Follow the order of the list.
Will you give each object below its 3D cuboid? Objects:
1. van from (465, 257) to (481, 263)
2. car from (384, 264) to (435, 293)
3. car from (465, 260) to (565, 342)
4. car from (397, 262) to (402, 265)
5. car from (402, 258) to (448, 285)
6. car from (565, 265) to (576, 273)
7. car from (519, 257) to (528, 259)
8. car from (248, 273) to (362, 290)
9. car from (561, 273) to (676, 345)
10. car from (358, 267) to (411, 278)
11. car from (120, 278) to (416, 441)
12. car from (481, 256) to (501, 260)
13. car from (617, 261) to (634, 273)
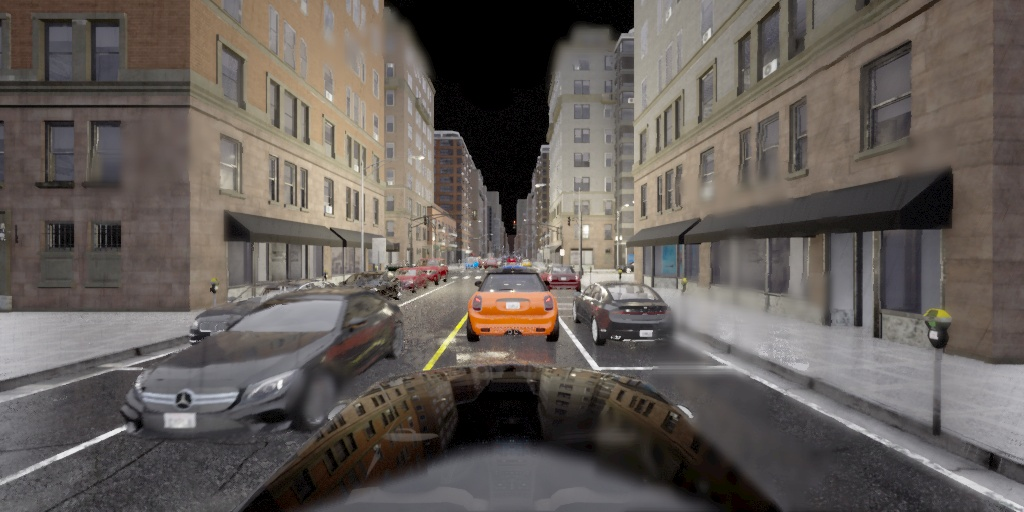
[{"bbox_3d":[-5.895,1.080,52.779,1.690,1.789,3.998,0,0,0],"label":"van"},{"bbox_3d":[-5.870,1.330,20.308,1.802,1.307,4.207,0,0,0],"label":"car"},{"bbox_3d":[0.014,1.102,9.948,2.097,1.767,4.553,0,0,0],"label":"car"},{"bbox_3d":[-12.563,1.349,40.561,4.718,1.301,1.895,0,0,-3],"label":"car"},{"bbox_3d":[-5.875,1.062,25.831,2.192,1.841,5.009,0,0,0],"label":"car"},{"bbox_3d":[2.656,1.188,20.340,1.967,1.591,4.097,0,0,0],"label":"car"},{"bbox_3d":[2.622,1.261,64.171,1.751,1.417,4.829,0,0,0],"label":"car"},{"bbox_3d":[-5.862,1.300,9.259,2.007,1.370,4.403,0,0,0],"label":"car"},{"bbox_3d":[2.664,1.300,9.289,2.007,1.370,4.403,0,0,0],"label":"car"},{"bbox_3d":[-5.866,1.315,14.784,1.948,1.339,4.313,0,0,0],"label":"car"},{"bbox_3d":[-3.101,1.276,5.679,1.812,1.442,4.674,0,0,0],"label":"car"},{"bbox_3d":[-3.132,1.217,54.076,1.882,1.535,5.008,0,0,0],"label":"car"},{"bbox_3d":[14.536,1.239,40.974,4.892,1.490,1.837,0,0,1],"label":"car"}]
